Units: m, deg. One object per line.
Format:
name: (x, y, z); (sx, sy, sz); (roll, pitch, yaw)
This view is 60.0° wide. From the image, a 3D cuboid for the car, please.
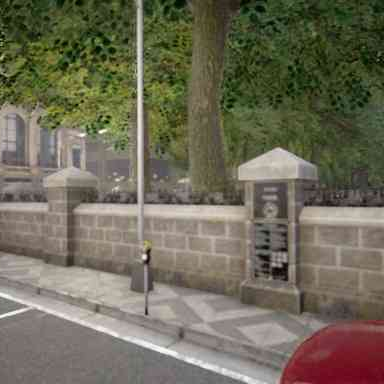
car: (2.693, 1.301, 1.064); (5.009, 1.841, 2.192); (-1, 0, 35)
